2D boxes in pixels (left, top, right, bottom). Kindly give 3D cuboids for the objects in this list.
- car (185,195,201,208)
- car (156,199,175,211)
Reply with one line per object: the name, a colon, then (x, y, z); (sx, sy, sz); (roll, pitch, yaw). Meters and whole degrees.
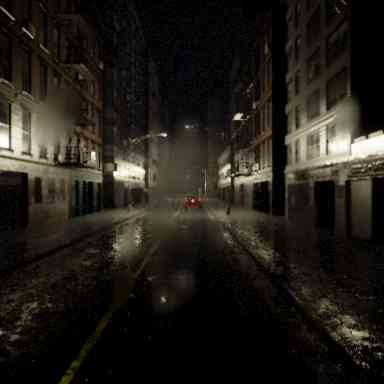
car: (0.115, 1.206, 44.580); (2.097, 1.767, 4.553); (0, 0, 0)
car: (-3.081, 1.474, 38.898); (1.895, 1.301, 4.718); (0, 0, 0)
